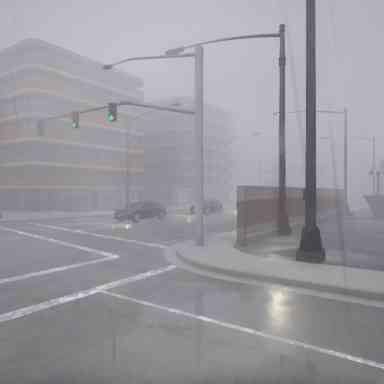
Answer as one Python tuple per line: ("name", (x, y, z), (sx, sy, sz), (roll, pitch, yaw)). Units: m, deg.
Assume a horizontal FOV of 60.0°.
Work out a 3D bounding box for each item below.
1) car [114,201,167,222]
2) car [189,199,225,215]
("car", (-3.966, 1.505, 26.333), (1.837, 1.490, 4.892), (0, 0, 35))
("car", (1.626, 1.505, 34.455), (1.837, 1.490, 4.892), (0, 0, 35))
